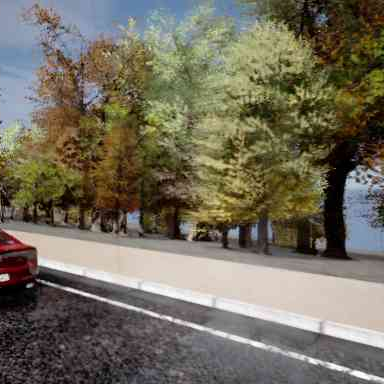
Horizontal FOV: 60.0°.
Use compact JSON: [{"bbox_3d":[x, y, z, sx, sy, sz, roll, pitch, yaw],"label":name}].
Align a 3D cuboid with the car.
[{"bbox_3d":[-5.527,1.432,7.617,5.008,1.535,1.882,0,0,36],"label":"car"}]
